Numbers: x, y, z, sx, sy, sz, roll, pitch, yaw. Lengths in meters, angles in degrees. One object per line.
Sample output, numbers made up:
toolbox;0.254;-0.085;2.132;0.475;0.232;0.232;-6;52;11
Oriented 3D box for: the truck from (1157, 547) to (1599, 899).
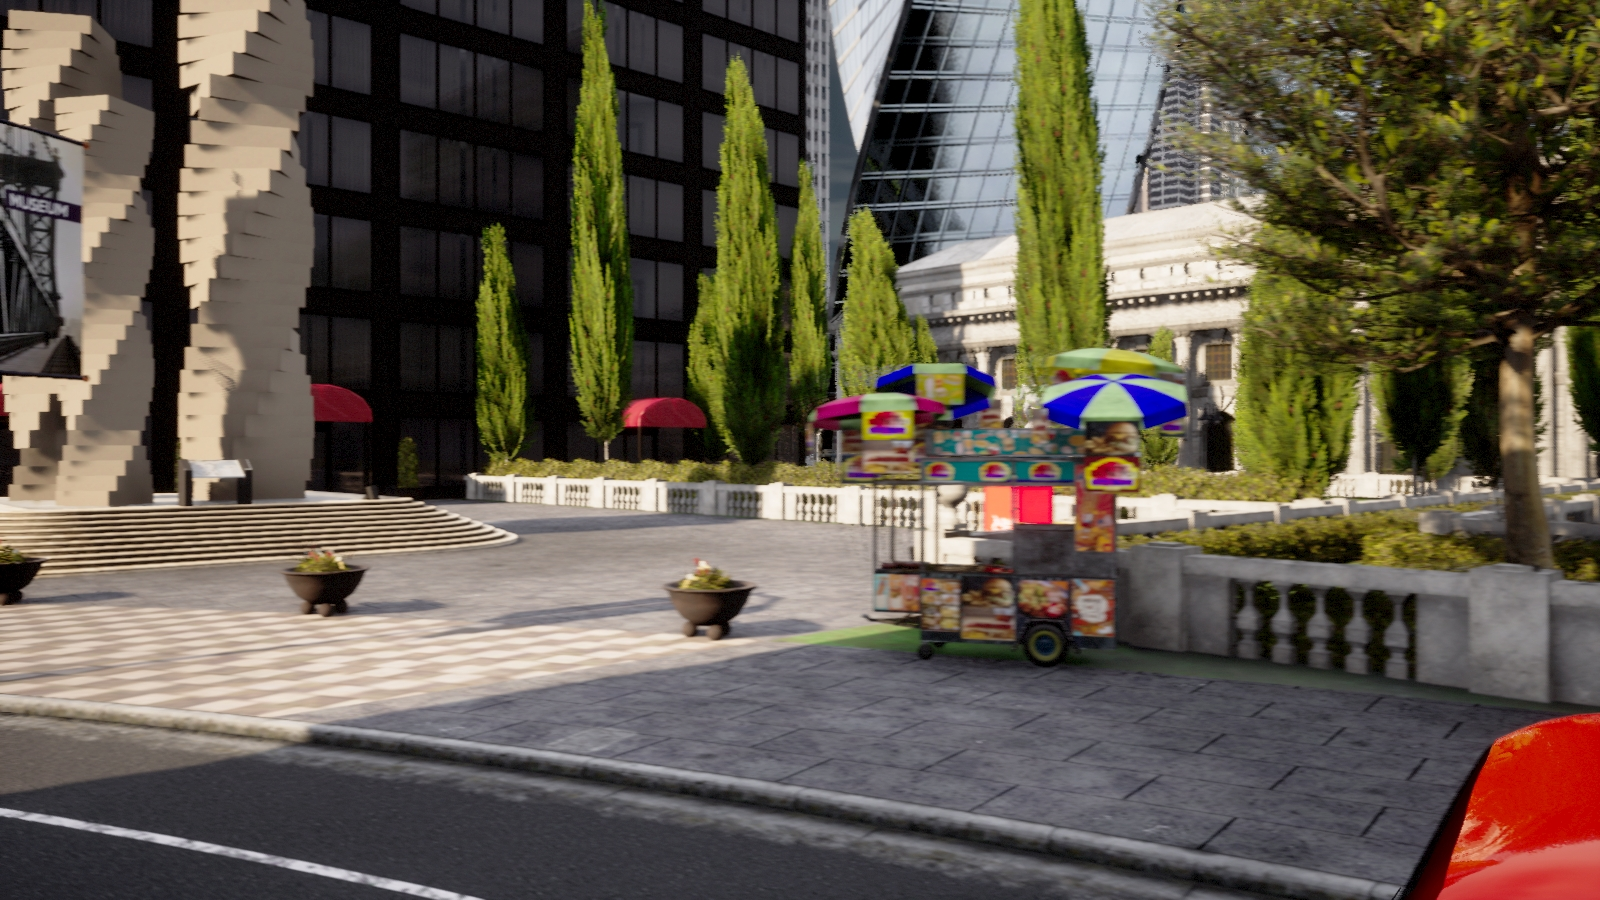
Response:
truck;3.438;1.566;1.352;5.204;2.467;2.627;0;0;35
